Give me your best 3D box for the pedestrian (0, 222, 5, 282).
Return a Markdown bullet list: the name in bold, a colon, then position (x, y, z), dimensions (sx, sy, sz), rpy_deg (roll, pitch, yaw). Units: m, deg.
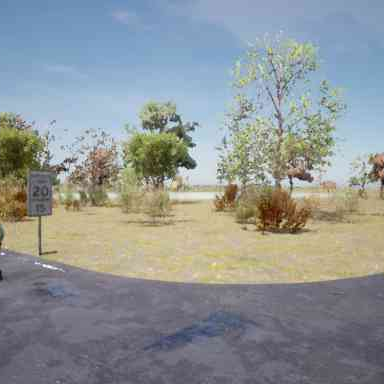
- **pedestrian**: position (-4.815, 1.277, 8.087), dimensions (0.375, 1.860, 0.375), rpy_deg (1, 2, 39)
